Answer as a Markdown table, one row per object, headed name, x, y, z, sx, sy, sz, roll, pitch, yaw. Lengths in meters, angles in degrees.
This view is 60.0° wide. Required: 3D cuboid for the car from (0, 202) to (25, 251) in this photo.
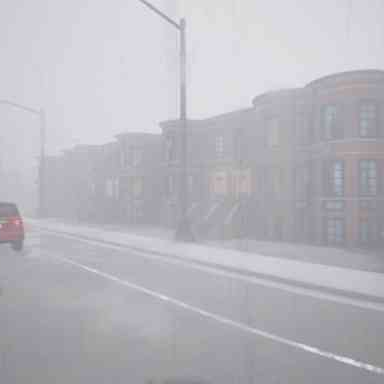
| name | x | y | z | sx | sy | sz | roll | pitch | yaw |
| --- | --- | --- | --- | --- | --- | --- | --- | --- | --- |
| car | -9.058 | 1.460 | 14.526 | 2.150 | 2.045 | 5.566 | 0 | -2 | -41 |
